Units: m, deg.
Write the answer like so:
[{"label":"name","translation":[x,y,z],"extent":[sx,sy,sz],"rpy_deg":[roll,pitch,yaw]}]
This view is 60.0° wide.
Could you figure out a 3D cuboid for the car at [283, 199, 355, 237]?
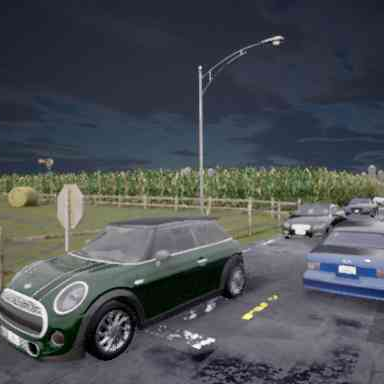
[{"label":"car","translation":[5.626,1.261,14.965],"extent":[2.128,1.511,4.902],"rpy_deg":[0,1,35]}]

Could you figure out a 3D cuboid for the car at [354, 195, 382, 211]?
[{"label":"car","translation":[12.834,1.142,25.185],"extent":[1.994,1.385,4.181],"rpy_deg":[0,1,36]}]

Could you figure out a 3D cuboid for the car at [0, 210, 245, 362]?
[{"label":"car","translation":[-0.925,1.290,6.103],"extent":[2.097,1.767,4.553],"rpy_deg":[0,1,40]}]

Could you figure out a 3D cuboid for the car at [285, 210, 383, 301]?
[{"label":"car","translation":[4.233,1.407,8.033],"extent":[2.033,1.411,5.357],"rpy_deg":[0,1,35]}]

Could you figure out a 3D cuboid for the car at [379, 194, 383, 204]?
[{"label":"car","translation":[22.226,0.928,38.376],"extent":[1.895,1.301,4.718],"rpy_deg":[0,1,35]}]
